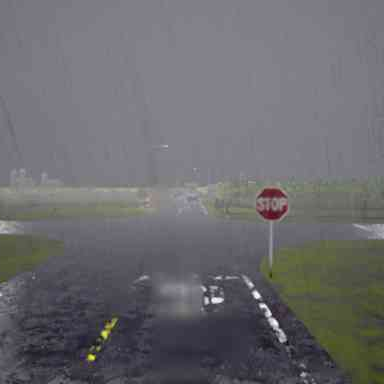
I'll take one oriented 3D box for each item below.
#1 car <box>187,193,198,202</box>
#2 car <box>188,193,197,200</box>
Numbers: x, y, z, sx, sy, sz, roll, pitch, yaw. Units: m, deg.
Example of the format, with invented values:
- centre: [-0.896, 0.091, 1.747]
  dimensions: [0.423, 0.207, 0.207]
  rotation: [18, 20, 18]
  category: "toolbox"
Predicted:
- centre: [0.158, 1.023, 67.415]
  dimensions: [2.097, 1.767, 4.553]
  rotation: [0, 0, 0]
  category: "car"
- centre: [0.182, 0.999, 77.483]
  dimensions: [1.994, 1.385, 4.181]
  rotation: [0, 0, 0]
  category: "car"
